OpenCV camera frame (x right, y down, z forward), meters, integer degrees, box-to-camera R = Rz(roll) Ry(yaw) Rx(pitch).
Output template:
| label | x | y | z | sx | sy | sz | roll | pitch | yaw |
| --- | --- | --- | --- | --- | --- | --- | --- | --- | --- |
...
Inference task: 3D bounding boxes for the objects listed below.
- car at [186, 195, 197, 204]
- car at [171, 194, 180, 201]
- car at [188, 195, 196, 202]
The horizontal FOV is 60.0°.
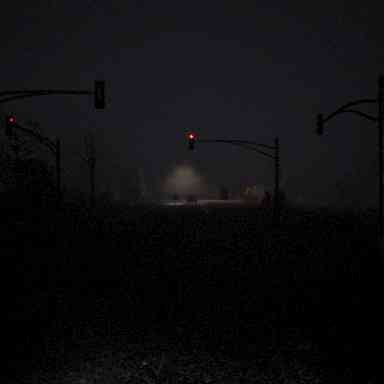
| label | x | y | z | sx | sy | sz | roll | pitch | yaw |
| --- | --- | --- | --- | --- | --- | --- | --- | --- | --- |
| car | -0.059 | 1.421 | 67.993 | 2.097 | 1.767 | 4.553 | 0 | 0 | 0 |
| car | -3.564 | 1.192 | 72.195 | 1.837 | 1.490 | 4.892 | 0 | 0 | 0 |
| car | -0.069 | 1.423 | 78.028 | 1.837 | 1.490 | 4.892 | 0 | 0 | 0 |
